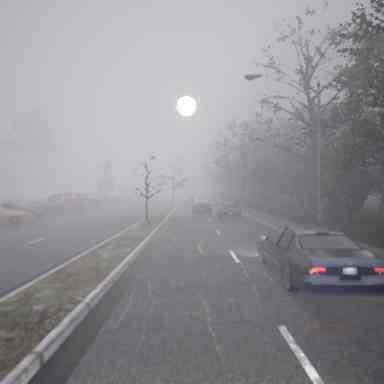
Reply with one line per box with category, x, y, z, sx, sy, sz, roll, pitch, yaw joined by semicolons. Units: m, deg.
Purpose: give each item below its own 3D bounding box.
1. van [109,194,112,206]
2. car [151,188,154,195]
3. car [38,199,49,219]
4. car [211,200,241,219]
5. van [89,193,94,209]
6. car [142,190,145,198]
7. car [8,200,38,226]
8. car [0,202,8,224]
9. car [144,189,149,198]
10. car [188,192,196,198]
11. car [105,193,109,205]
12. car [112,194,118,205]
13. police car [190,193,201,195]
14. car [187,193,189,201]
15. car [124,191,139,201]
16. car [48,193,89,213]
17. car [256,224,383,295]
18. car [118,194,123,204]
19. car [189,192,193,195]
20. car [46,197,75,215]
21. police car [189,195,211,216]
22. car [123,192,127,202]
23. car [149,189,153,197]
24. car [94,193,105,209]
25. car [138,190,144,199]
van;-13.956;1.071;46.349;4.442;1.987;1.878;-1;1;-20
car;-13.837;0.505;88.373;5.566;2.045;2.435;-1;1;-20
car;-13.835;1.528;25.520;4.792;1.488;2.163;-1;0;-20
car;3.092;1.473;28.780;2.128;1.511;4.902;0;1;0
van;-13.747;1.166;37.488;4.442;1.987;1.878;-1;0;-20
car;-13.823;0.995;76.379;4.674;1.452;2.002;-1;1;-20
car;-13.693;1.508;22.592;5.366;1.575;1.946;-1;0;-20
car;-13.894;1.557;19.523;4.792;1.488;2.163;-1;0;-20
car;-13.794;0.664;79.394;5.566;2.045;2.435;-1;1;-20
car;0.020;0.802;83.985;1.994;1.385;4.181;0;1;0
car;-13.841;1.329;43.412;4.892;1.521;2.231;-1;1;-20
car;-13.814;1.136;49.385;4.553;1.767;2.185;-1;1;-20
police car;0.910;1.268;42.519;1.930;1.638;5.238;0;1;0
car;0.017;1.009;68.986;2.033;1.411;5.357;0;1;0
car;-13.801;1.093;67.383;4.792;1.488;2.163;-1;0;-20
car;-13.884;1.175;34.445;5.566;2.045;2.435;-1;1;-20
car;3.067;1.578;8.934;2.033;1.411;5.357;0;0;0
car;-13.835;1.269;52.359;4.674;1.452;2.002;-1;1;-20
car;0.911;1.130;48.379;2.097;1.767;4.553;0;1;0
car;-13.853;1.493;31.477;4.674;1.452;2.002;-1;1;-20
police car;0.908;1.373;32.519;1.930;1.638;5.238;0;1;0
car;-13.811;1.225;55.377;4.792;1.488;2.163;-1;0;-20
car;-13.639;0.807;85.451;5.366;1.575;1.946;-1;1;-20
car;-13.828;1.109;40.441;5.566;2.045;2.435;-1;0;-20
car;-13.993;0.995;73.306;5.366;1.575;1.946;-1;1;-20
